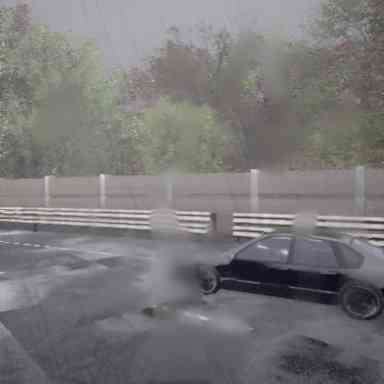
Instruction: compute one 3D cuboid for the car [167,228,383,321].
[{"bbox_3d":[2.134,1.507,7.065,5.357,1.411,2.033,0,0,29],"label":"car"}]
